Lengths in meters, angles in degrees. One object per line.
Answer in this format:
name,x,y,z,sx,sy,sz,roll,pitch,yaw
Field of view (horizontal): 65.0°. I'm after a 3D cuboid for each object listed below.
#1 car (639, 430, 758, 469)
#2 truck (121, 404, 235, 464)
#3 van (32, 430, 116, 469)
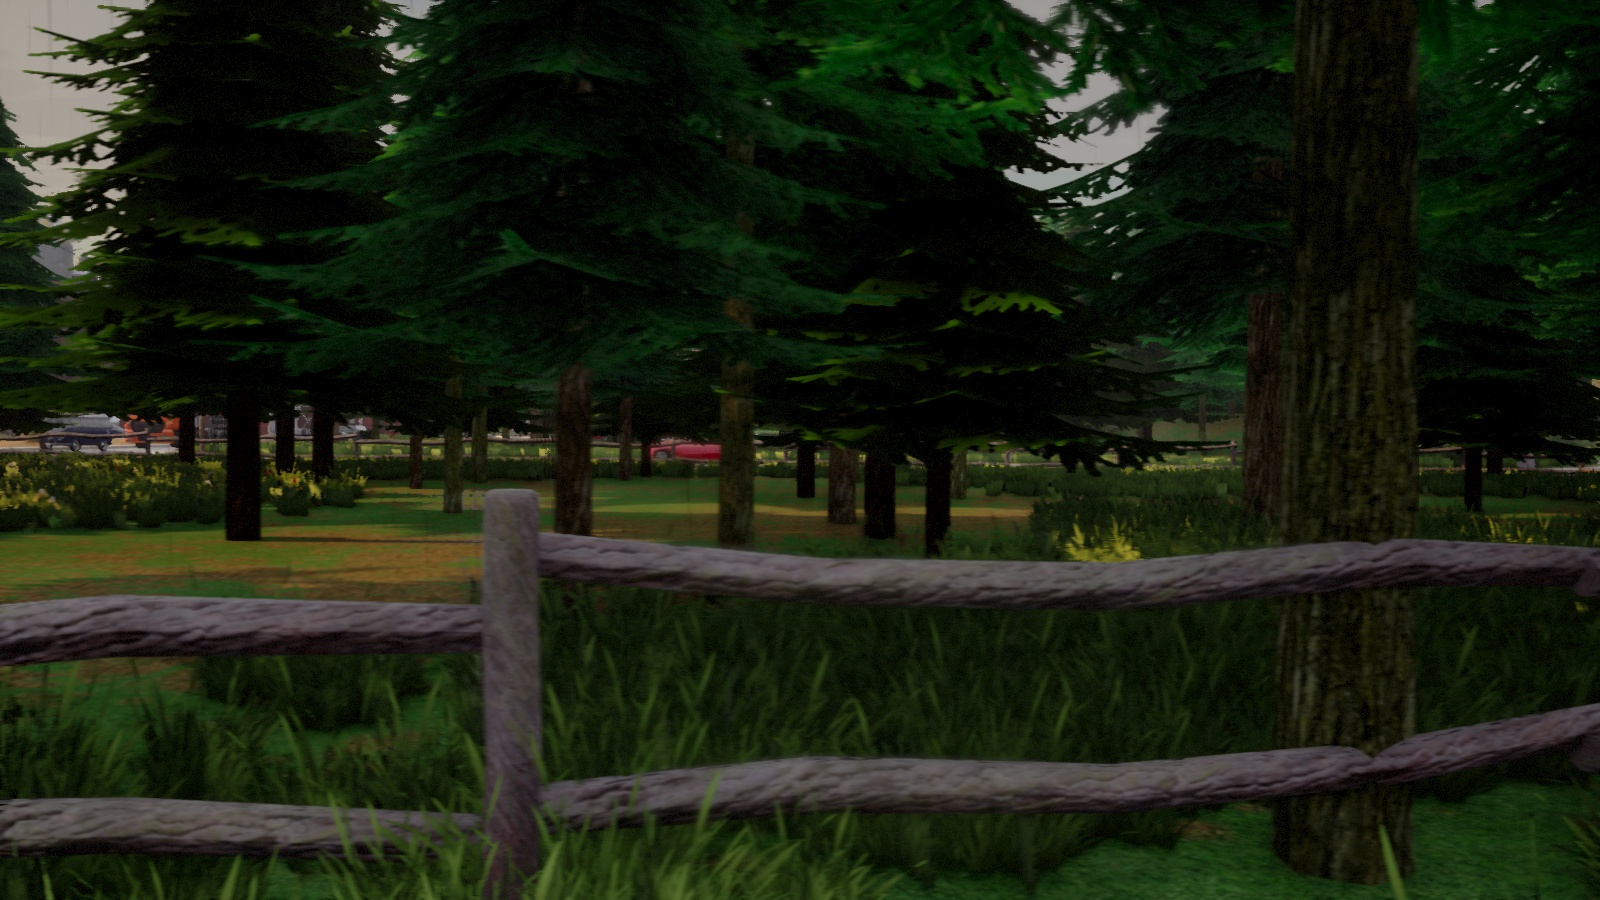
car,-4.042,-0.034,50.480,4.514,1.525,2.007,-1,1,3
truck,-38.333,-0.989,77.801,2.891,3.462,7.936,-1,1,2
van,-38.646,-0.080,66.942,1.775,1.987,4.442,-1,1,2
